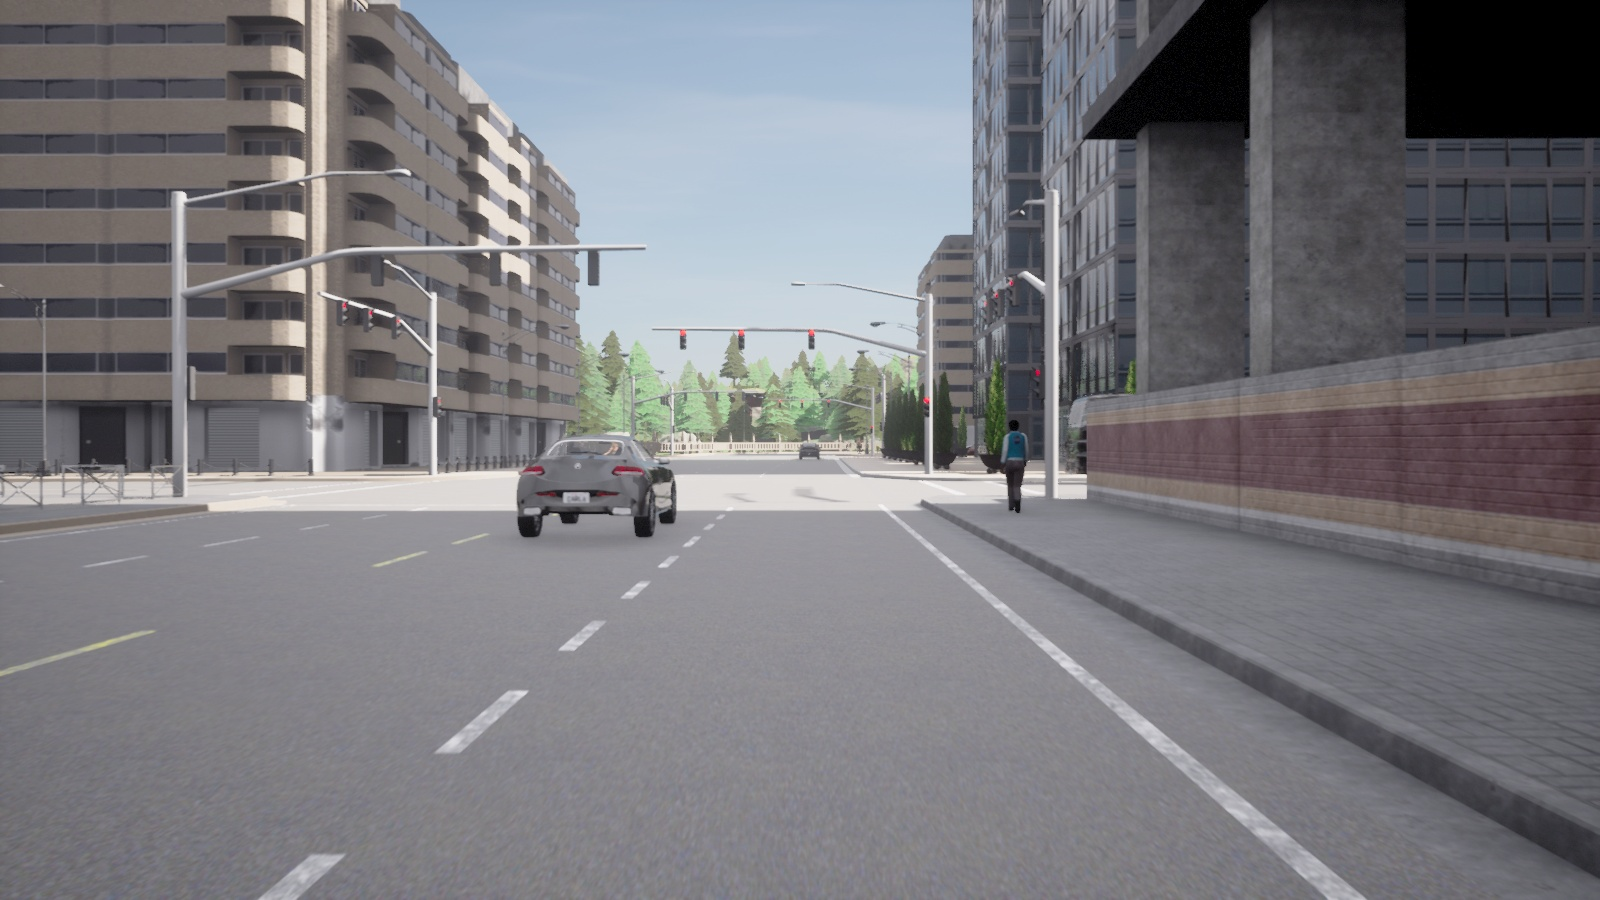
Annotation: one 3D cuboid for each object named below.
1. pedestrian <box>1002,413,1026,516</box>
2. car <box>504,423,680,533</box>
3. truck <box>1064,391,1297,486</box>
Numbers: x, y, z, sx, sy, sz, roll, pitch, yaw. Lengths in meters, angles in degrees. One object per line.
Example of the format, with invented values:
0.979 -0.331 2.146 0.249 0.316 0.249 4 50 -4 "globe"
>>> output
4.089 0.266 23.994 0.396 1.930 0.692 0 0 5 "pedestrian"
-3.370 0.402 21.405 2.152 1.651 5.027 0 0 0 "car"
14.199 -0.435 47.320 7.936 3.462 2.891 0 0 1 "truck"
